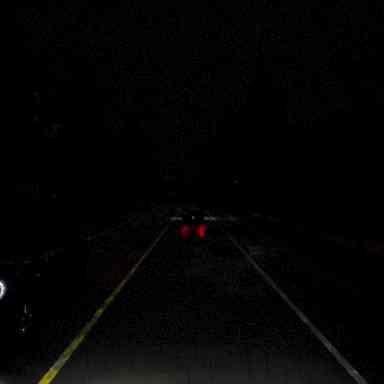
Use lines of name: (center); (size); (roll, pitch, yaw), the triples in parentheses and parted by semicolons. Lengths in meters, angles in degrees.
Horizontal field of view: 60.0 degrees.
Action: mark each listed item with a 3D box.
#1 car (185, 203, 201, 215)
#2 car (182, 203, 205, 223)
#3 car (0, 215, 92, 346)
car: (0.084, 2.051, 41.385); (1.895, 1.301, 4.718); (0, -1, 0)
car: (0.095, 1.837, 28.587); (1.812, 1.442, 4.674); (0, -1, 0)
car: (-3.574, 1.423, 6.514); (2.097, 1.767, 4.553); (0, -1, 0)
